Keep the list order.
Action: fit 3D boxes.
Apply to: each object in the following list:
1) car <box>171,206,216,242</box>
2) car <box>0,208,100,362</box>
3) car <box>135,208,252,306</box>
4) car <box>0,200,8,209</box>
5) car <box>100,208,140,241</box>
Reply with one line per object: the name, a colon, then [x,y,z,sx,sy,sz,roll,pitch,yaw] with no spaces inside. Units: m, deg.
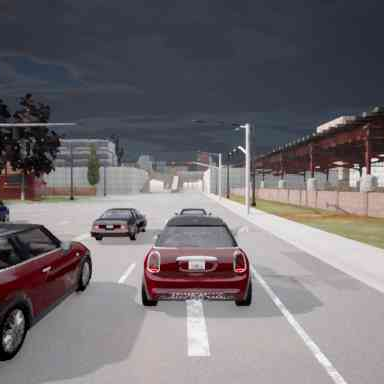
car: [0.070,1.506,16.719,1.994,1.385,4.181,0,0,0]
car: [-3.407,1.345,6.052,2.097,1.767,4.553,0,0,0]
car: [0.085,1.337,8.159,2.097,1.767,4.553,0,0,0]
car: [-14.040,1.309,21.879,2.097,1.767,4.553,0,0,0]
car: [-3.431,1.488,16.420,2.033,1.411,5.357,0,0,0]
